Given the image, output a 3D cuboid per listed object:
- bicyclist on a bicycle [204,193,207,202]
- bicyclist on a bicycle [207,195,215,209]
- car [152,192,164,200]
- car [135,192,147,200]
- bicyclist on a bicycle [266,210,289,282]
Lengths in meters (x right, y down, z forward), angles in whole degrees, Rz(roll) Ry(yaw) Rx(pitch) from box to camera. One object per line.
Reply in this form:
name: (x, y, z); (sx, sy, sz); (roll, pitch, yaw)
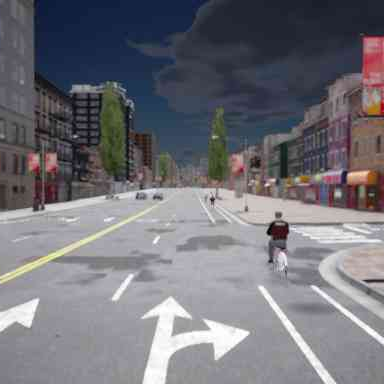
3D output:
bicyclist on a bicycle: (2.269, 0.904, 53.499); (0.866, 1.612, 1.509); (0, 1, 0)
bicyclist on a bicycle: (2.252, 1.166, 36.645); (0.659, 1.776, 1.843); (0, 1, 0)
car: (-6.500, 0.791, 64.189); (2.033, 1.411, 5.357); (0, 1, 0)
car: (-9.750, 0.764, 64.189); (1.837, 1.490, 4.892); (0, 1, 0)
bicyclist on a bicycle: (2.251, 1.368, 8.866); (0.659, 1.776, 1.843); (0, 0, 0)
